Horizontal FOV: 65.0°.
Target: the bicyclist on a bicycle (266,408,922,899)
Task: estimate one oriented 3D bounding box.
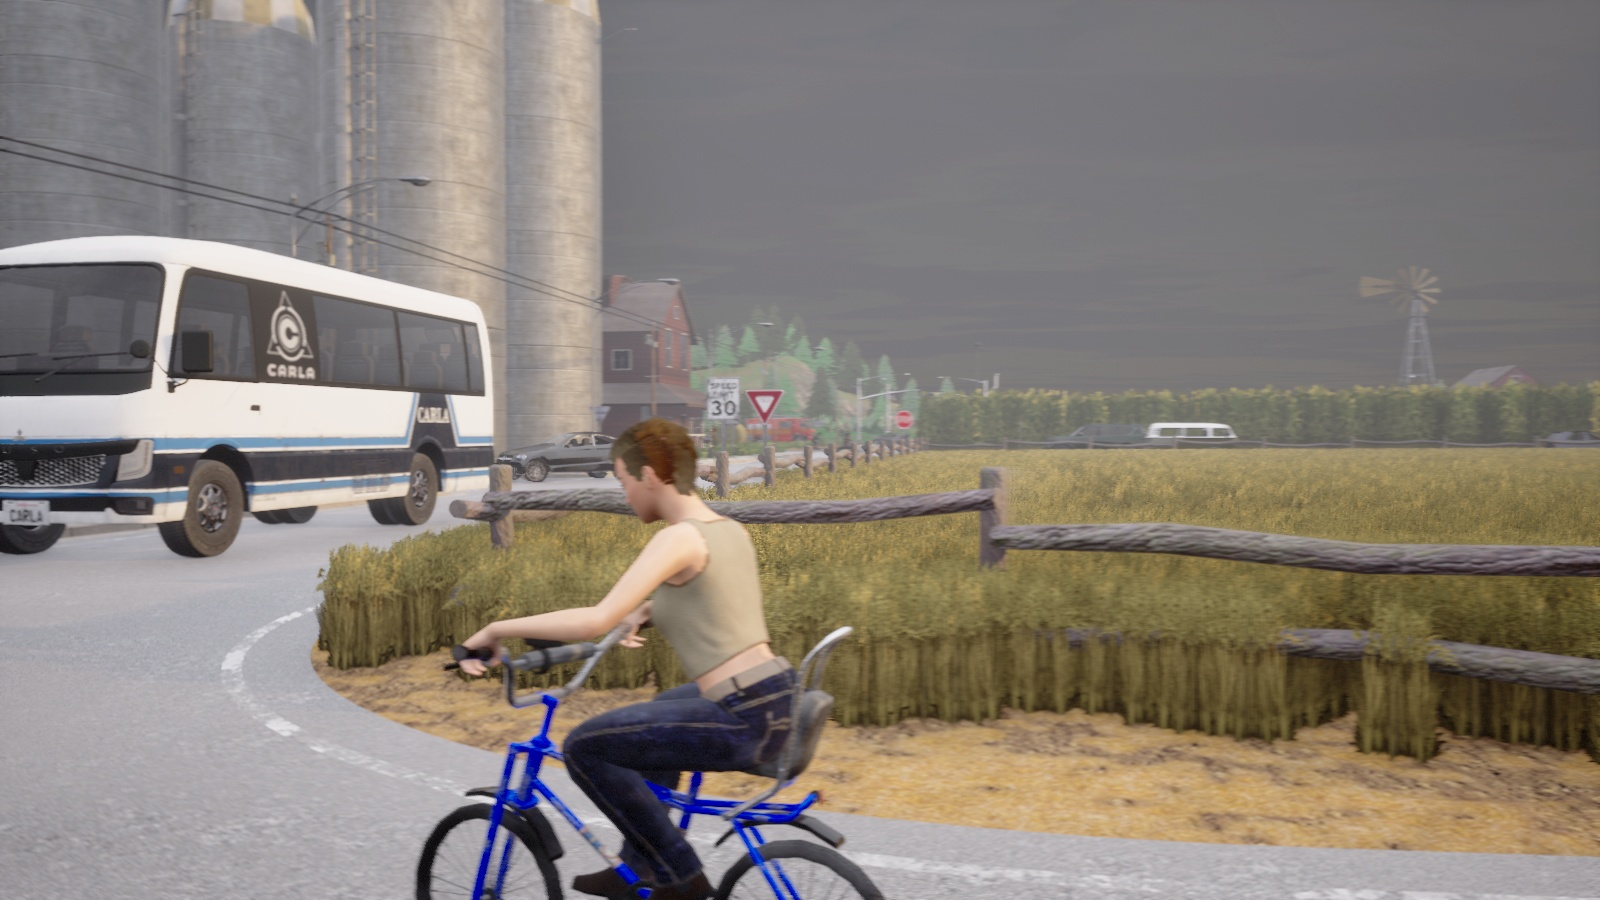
[{"bbox_3d":[-0.527,0.717,3.388,1.509,1.612,0.866,0,0,23],"label":"bicyclist on a bicycle"}]

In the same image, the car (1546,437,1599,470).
[{"bbox_3d":[37.469,0.144,59.122,3.633,1.501,1.845,0,1,10],"label":"car"}]

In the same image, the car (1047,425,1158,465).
[{"bbox_3d":[15.843,-0.267,66.074,5.566,2.045,2.150,0,1,10],"label":"car"}]

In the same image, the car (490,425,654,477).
[{"bbox_3d":[-7.687,0.000,42.604,5.027,1.651,2.152,0,1,-37],"label":"car"}]

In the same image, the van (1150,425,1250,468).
[{"bbox_3d":[19.763,-0.195,62.236,4.480,2.038,2.069,0,1,10],"label":"van"}]

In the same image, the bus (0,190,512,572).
[{"bbox_3d":[-8.419,-0.847,19.396,3.944,4.253,10.273,0,1,11],"label":"bus"}]
